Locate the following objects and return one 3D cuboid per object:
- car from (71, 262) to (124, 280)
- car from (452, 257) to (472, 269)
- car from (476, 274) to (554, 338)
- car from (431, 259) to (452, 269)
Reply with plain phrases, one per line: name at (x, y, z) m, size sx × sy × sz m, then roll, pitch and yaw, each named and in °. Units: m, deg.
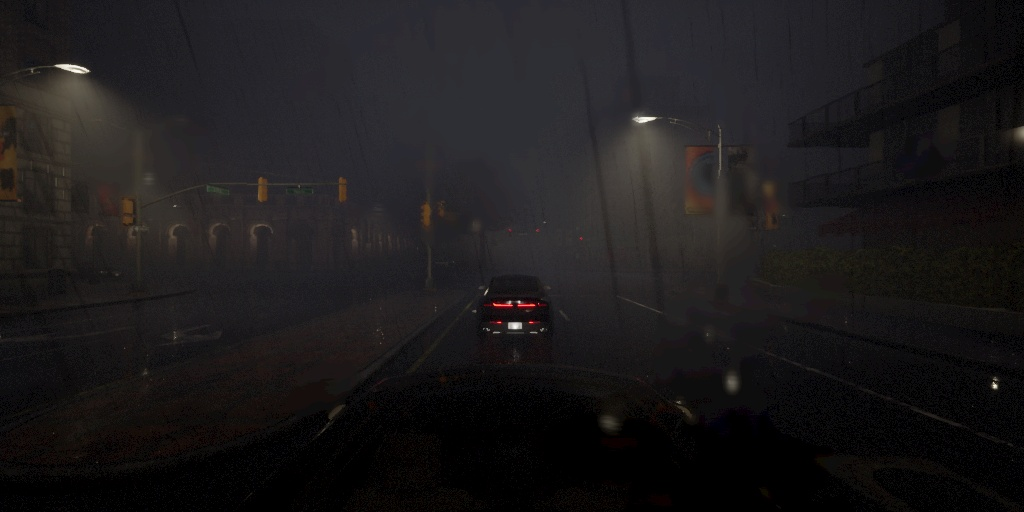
car at (-33.901, 1.242, 28.551) m, size 4.902 × 1.511 × 2.128 m, roll 0°, pitch 0°, yaw 0°
car at (-8.054, 1.276, 58.349) m, size 1.812 × 1.442 × 4.674 m, roll 0°, pitch 0°, yaw 0°
car at (0.077, 1.255, 10.153) m, size 1.837 × 1.490 × 4.892 m, roll 0°, pitch 0°, yaw 0°
car at (-11.545, 1.276, 58.574) m, size 1.812 × 1.442 × 4.674 m, roll 0°, pitch 0°, yaw 0°
